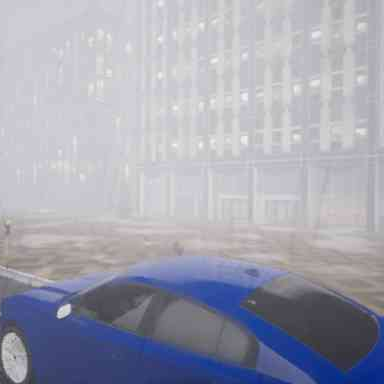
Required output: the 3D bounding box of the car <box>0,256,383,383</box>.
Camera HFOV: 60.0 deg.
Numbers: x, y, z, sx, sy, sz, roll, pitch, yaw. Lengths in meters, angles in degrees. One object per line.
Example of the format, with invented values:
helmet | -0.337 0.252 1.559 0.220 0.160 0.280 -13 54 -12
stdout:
car | -0.135 1.452 3.524 5.008 1.535 1.882 1 1 36
